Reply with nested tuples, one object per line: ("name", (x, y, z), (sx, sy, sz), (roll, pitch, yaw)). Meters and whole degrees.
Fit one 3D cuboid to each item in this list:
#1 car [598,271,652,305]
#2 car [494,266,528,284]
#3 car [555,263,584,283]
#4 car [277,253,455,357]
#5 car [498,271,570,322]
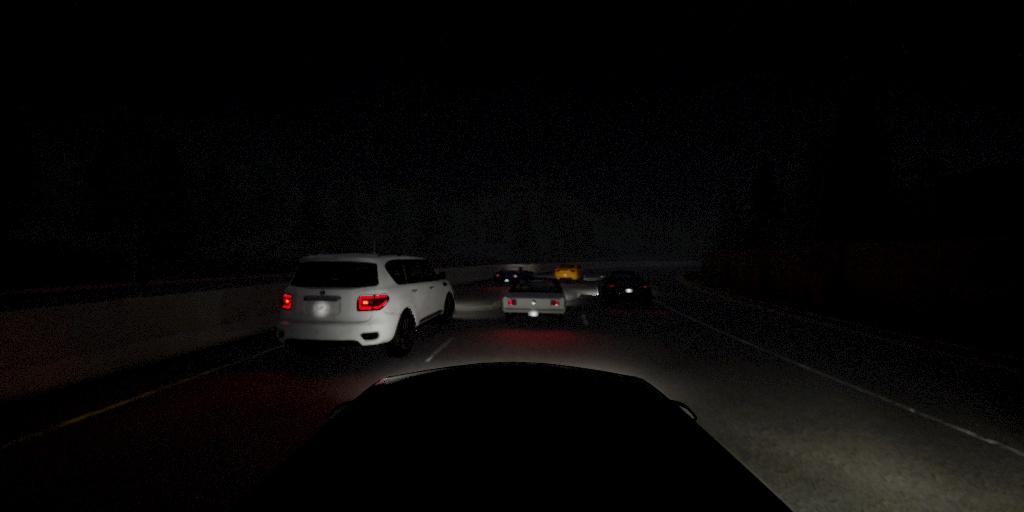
("car", (5.070, 1.376, 16.489), (1.994, 1.385, 4.181), (0, 0, 10))
("car", (0.225, 1.403, 26.803), (1.895, 1.301, 4.718), (0, 0, 15))
("car", (4.811, 1.315, 29.756), (1.882, 1.535, 5.008), (0, 0, 18))
("car", (-3.012, 0.967, 8.761), (2.150, 2.045, 5.566), (0, 0, 5))
("car", (0.886, 1.378, 12.500), (1.895, 1.301, 4.718), (0, 0, 7))
